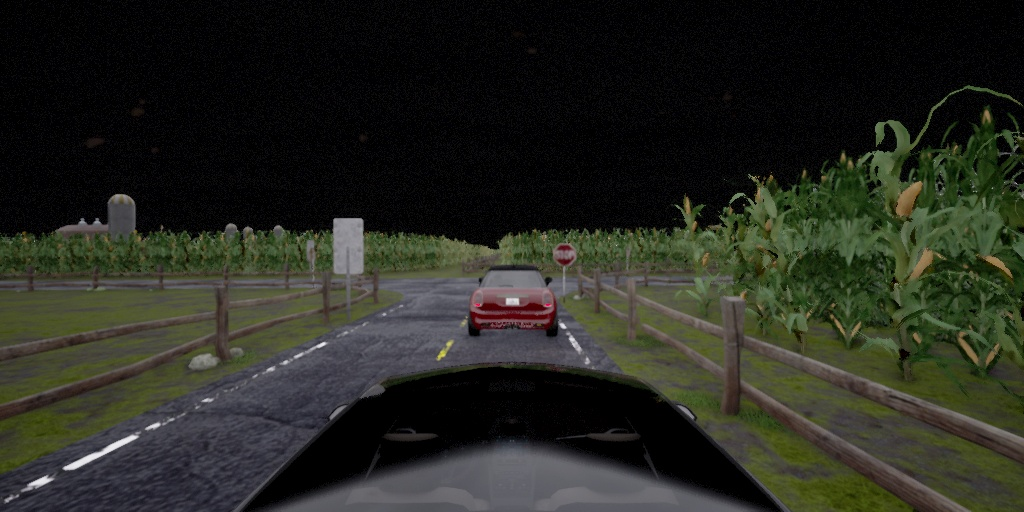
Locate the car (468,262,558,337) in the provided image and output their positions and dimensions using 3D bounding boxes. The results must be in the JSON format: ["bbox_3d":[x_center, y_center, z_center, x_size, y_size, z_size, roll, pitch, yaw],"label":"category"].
[{"bbox_3d":[0.088,1.005,10.117,2.097,1.767,4.553,0,1,2],"label":"car"}]
